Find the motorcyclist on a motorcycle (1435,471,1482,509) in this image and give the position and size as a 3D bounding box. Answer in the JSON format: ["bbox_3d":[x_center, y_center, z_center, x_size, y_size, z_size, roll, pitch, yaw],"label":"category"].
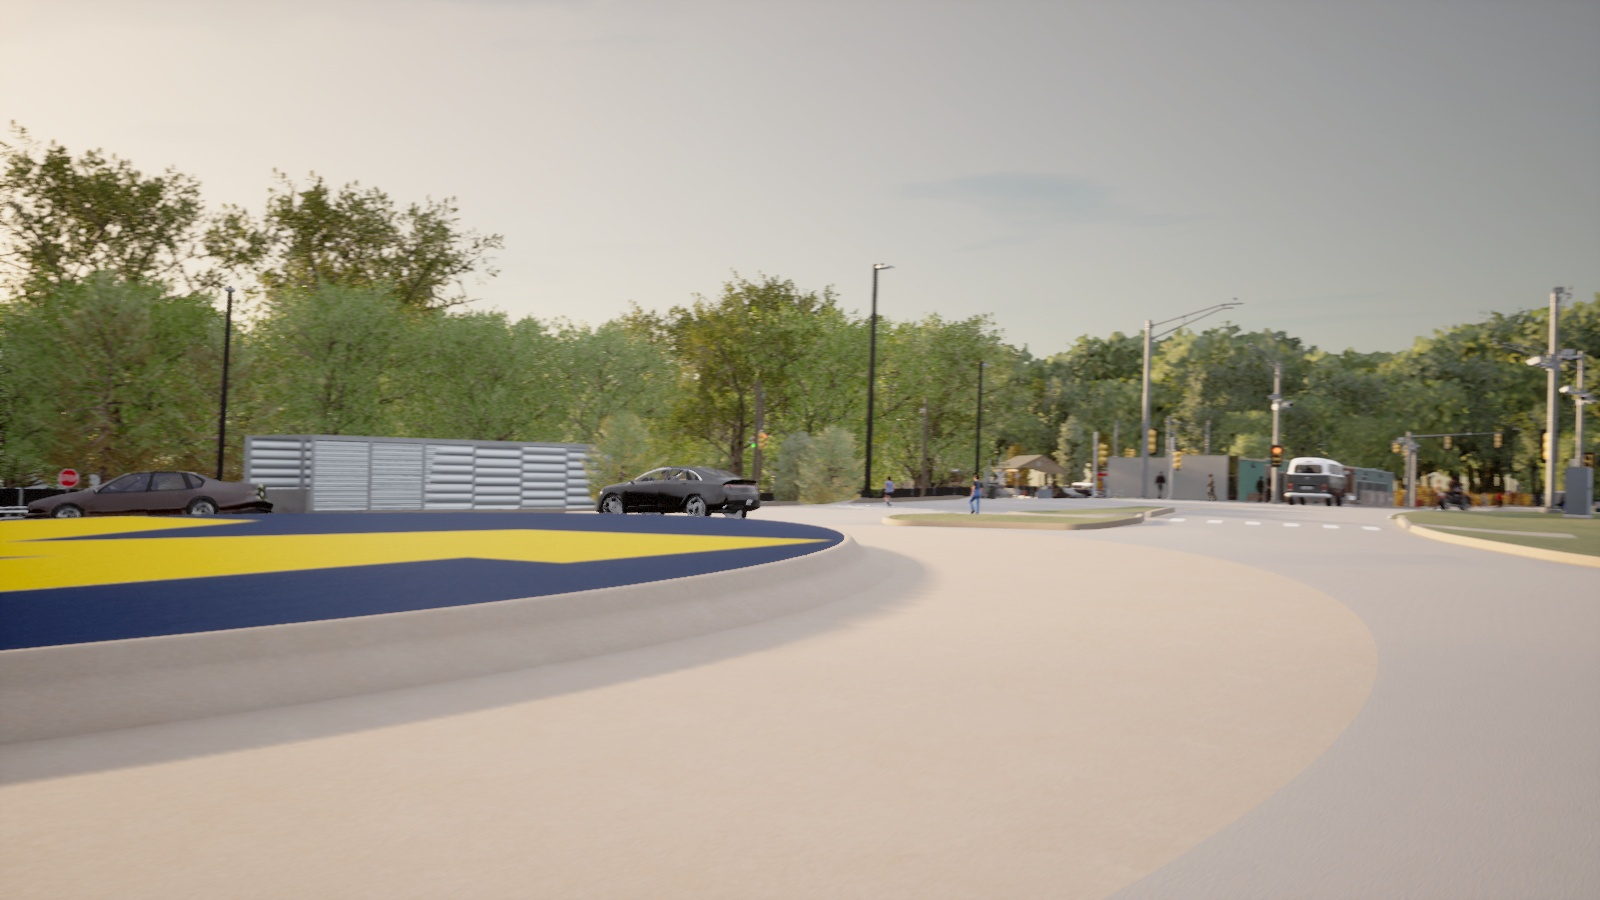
[{"bbox_3d":[29.783,1.821,56.790,2.350,1.649,0.766,3,-2,-33],"label":"motorcyclist on a motorcycle"}]

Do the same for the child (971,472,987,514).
[{"bbox_3d":[5.404,1.290,37.964,0.270,1.263,0.437,3,-2,-23],"label":"child"}]

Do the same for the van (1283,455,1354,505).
[{"bbox_3d":[22.447,1.305,54.261,2.069,2.038,4.480,1,-2,33],"label":"van"}]

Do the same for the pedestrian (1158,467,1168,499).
[{"bbox_3d":[21.730,1.978,75.112,0.376,1.854,0.720,1,-2,30],"label":"pedestrian"}]

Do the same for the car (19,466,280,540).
[{"bbox_3d":[-15.886,1.320,30.961,5.357,1.411,2.033,-3,-5,-11],"label":"car"}]

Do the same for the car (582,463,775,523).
[{"bbox_3d":[-3.313,1.176,33.885,4.902,1.511,2.128,-1,-3,34],"label":"car"}]

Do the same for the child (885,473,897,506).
[{"bbox_3d":[3.114,1.354,42.978,0.255,1.110,0.394,3,-2,-23],"label":"child"}]
